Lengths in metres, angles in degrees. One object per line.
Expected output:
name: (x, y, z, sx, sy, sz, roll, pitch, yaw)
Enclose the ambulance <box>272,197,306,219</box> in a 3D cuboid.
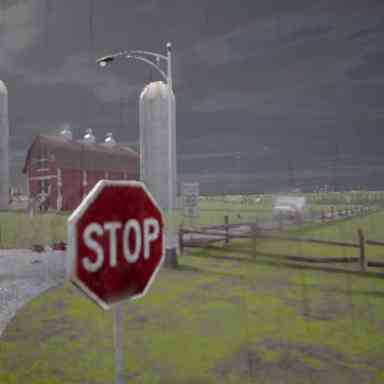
ambulance: (11.595, 1.865, 39.713, 2.351, 2.431, 6.366, -1, -2, 35)
